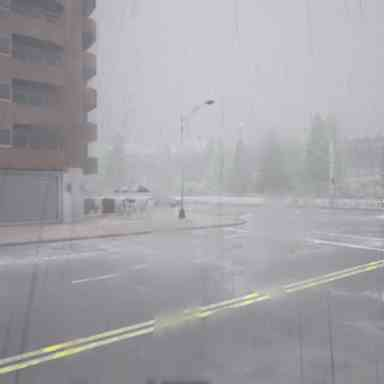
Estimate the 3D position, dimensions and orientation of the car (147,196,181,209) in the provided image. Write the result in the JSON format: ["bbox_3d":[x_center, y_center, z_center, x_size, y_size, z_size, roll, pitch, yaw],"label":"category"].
[{"bbox_3d":[-3.748,1.252,40.764,1.837,1.490,4.892,-1,0,-37],"label":"car"}]

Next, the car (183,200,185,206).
[{"bbox_3d":[-2.932,1.315,45.559,1.895,1.301,4.718,-1,0,-38],"label":"car"}]
